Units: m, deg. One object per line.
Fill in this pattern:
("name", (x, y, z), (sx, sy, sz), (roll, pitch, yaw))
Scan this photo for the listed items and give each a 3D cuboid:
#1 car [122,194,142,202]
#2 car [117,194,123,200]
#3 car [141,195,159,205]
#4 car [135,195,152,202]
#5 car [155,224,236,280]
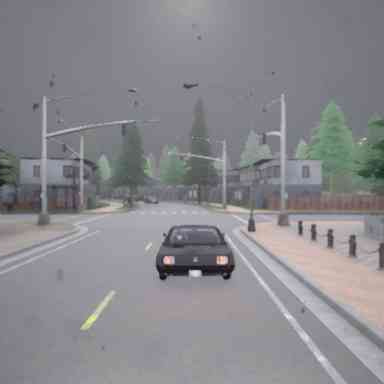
("car", (-12.517, 1.359, 69.797), (1.837, 1.490, 4.892), (0, 0, -27))
("car", (-16.672, 1.197, 81.593), (1.812, 1.442, 4.674), (0, 0, -45))
("car", (-6.701, 1.372, 55.509), (2.128, 1.511, 4.902), (0, 0, -14))
("car", (-10.699, 1.393, 73.510), (1.994, 1.385, 4.181), (0, 0, -36))
("car", (0.058, 1.586, 9.873), (1.895, 1.301, 4.718), (0, 0, -1))
